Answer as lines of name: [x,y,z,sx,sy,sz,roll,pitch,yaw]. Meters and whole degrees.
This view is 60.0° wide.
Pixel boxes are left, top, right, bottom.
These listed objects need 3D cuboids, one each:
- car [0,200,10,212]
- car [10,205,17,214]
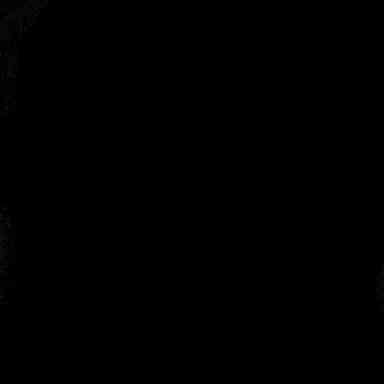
car: [-19.347,1.181,29.145,2.192,1.841,5.009,0,-1,36]
car: [-16.203,1.524,33.533,1.802,1.307,4.206,0,-1,36]
